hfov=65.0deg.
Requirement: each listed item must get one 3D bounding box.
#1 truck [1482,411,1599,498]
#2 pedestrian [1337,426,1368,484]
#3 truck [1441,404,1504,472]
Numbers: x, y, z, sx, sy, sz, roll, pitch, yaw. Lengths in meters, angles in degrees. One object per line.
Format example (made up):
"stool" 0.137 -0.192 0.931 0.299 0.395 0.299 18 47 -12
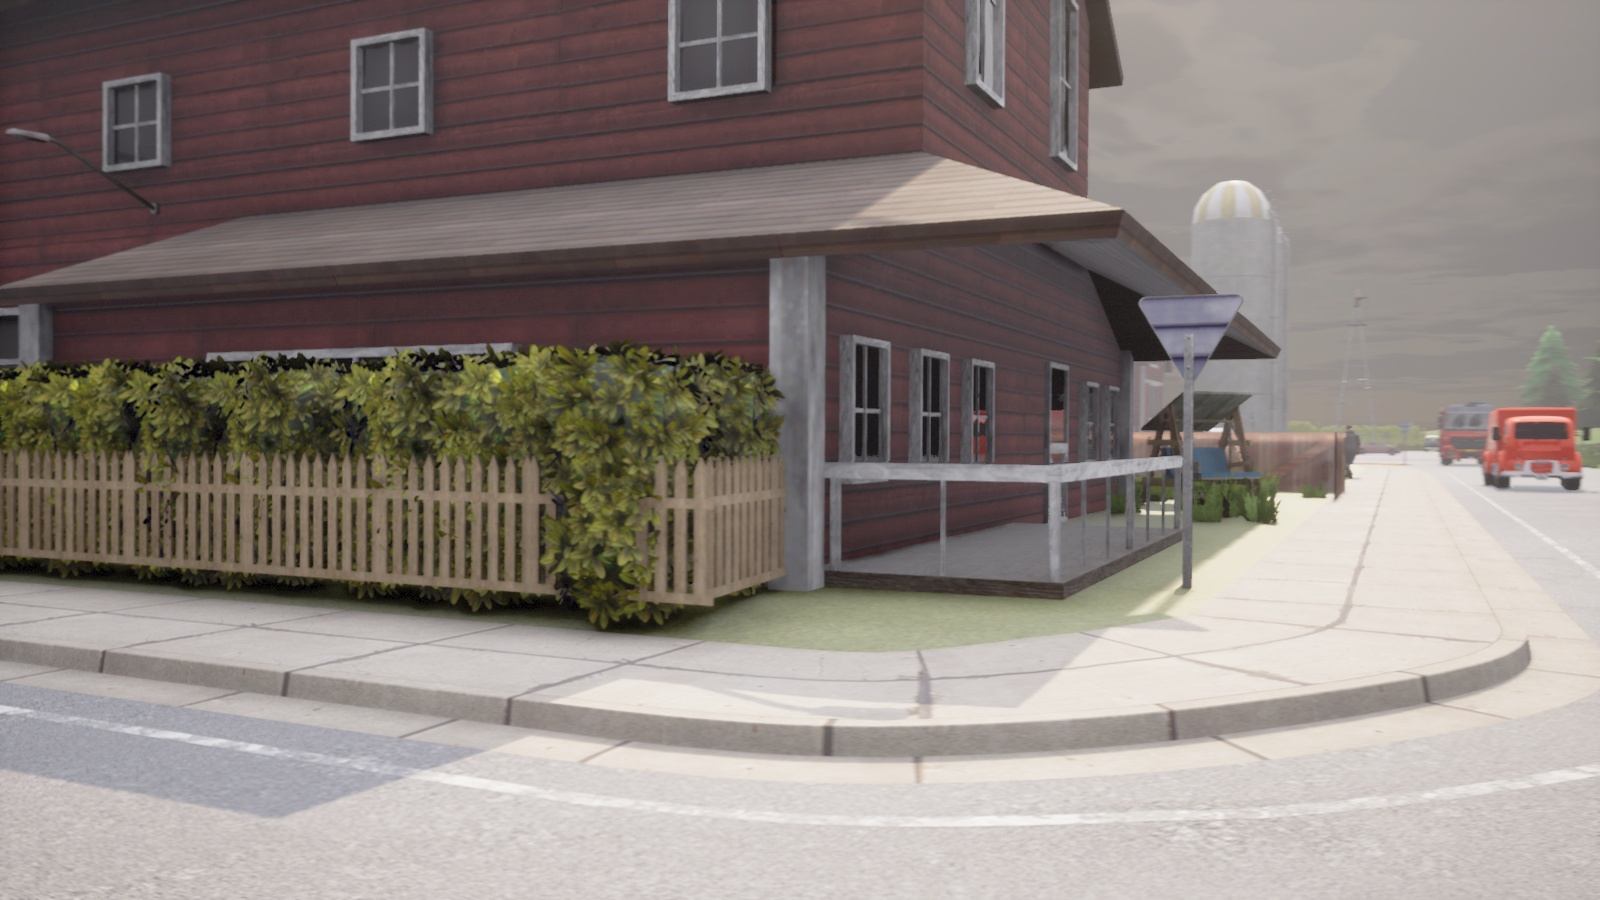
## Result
"truck" 22.639 0.115 38.637 2.627 2.467 5.204 1 1 26
"pedestrian" 18.705 0.169 42.506 0.659 1.952 0.873 1 1 1
"truck" 40.435 -0.708 75.706 2.891 3.827 8.468 1 1 26
